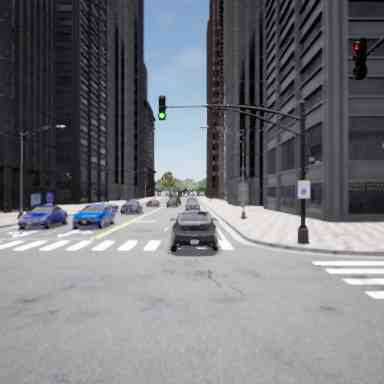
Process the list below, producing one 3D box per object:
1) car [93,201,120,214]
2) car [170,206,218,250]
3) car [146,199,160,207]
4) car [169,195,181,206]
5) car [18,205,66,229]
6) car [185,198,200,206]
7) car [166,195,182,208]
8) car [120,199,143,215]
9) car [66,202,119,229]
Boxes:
[{"bbox_3d":[-9.848,1.795,38.585,1.895,1.301,4.718,0,0,0],"label":"car"},{"bbox_3d":[0.094,1.580,14.632,1.837,1.490,4.892,0,0,0],"label":"car"},{"bbox_3d":[-6.526,1.852,55.999,1.994,1.385,4.181,0,0,0],"label":"car"},{"bbox_3d":[-3.272,1.568,65.752,2.150,2.045,5.566,0,0,0],"label":"car"},{"bbox_3d":[-9.853,1.639,22.452,1.812,1.442,4.674,0,0,0],"label":"car"},{"bbox_3d":[0.087,1.756,41.389,2.033,1.411,5.357,0,0,0],"label":"car"},{"bbox_3d":[-3.268,1.776,55.485,2.128,1.511,4.902,0,0,0],"label":"car"},{"bbox_3d":[-6.601,1.748,36.645,1.994,1.385,4.181,0,0,0],"label":"car"},{"bbox_3d":[-6.606,1.592,22.826,1.882,1.535,5.008,0,0,0],"label":"car"}]
